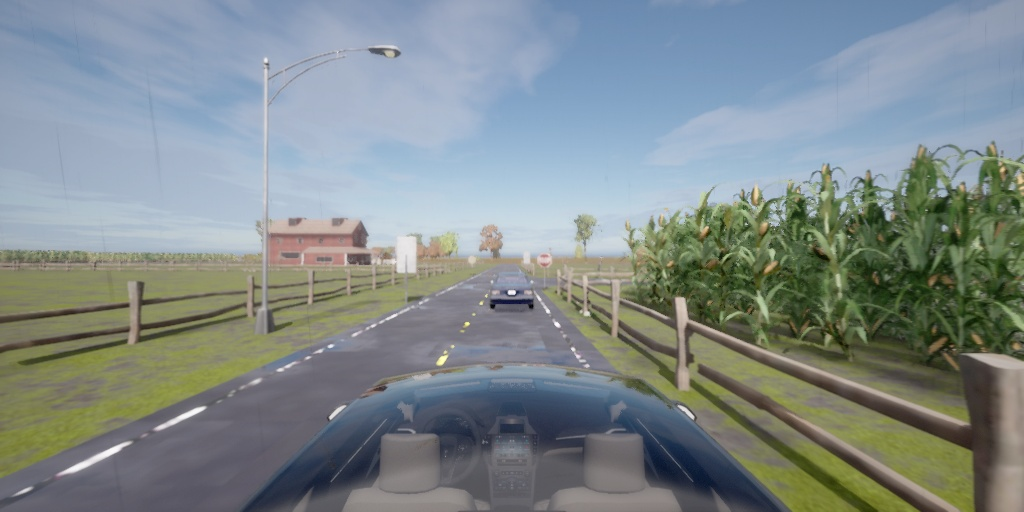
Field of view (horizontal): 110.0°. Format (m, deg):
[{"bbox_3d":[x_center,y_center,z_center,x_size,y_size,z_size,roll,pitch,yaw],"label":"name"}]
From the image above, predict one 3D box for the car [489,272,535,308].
[{"bbox_3d":[-0.002,1.426,15.839,2.033,1.411,5.357,0,0,0],"label":"car"}]
